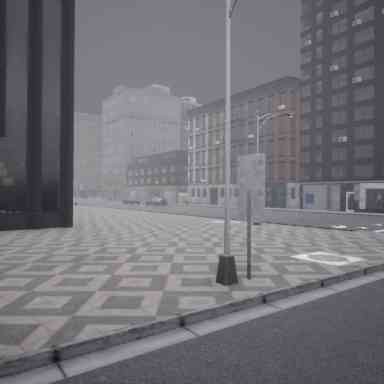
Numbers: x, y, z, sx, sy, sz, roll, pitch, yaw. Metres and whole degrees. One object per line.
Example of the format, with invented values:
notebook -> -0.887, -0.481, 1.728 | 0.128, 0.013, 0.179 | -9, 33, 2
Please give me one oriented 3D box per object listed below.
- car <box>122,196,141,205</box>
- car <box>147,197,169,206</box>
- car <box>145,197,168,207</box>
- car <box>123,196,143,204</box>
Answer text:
car -> -11.388, 1.712, 61.806 | 1.895, 1.301, 4.718 | 1, 0, -36
car -> -6.254, 1.637, 60.397 | 1.837, 1.490, 4.892 | 1, 0, -36
car -> -5.938, 1.623, 54.267 | 1.812, 1.442, 4.674 | 1, 0, -36
car -> -12.319, 1.637, 68.853 | 2.128, 1.511, 4.902 | 1, 0, -36
